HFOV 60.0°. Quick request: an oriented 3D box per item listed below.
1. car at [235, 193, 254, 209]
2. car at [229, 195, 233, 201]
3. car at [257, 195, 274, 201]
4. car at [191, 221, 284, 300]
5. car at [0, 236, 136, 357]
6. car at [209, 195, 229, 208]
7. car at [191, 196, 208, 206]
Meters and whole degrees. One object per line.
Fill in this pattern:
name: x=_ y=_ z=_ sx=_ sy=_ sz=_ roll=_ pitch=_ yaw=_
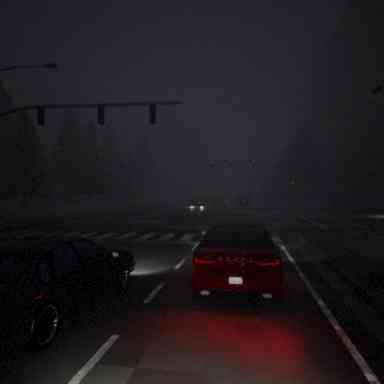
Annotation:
car: x=6.996 y=1.181 z=44.787 sx=2.150 sy=2.045 sz=5.566 roll=0 pitch=0 yaw=9
car: x=8.522 y=1.443 z=81.995 sx=1.812 sy=1.442 sz=4.674 roll=0 pitch=0 yaw=28
car: x=17.835 y=1.393 z=83.255 sx=1.882 sy=1.535 sz=5.008 roll=0 pitch=0 yaw=39
car: x=1.196 y=1.469 z=8.539 sx=1.882 sy=1.535 sz=5.008 roll=0 pitch=0 yaw=9
car: x=-2.729 y=1.542 z=6.226 sx=2.033 sy=1.411 sz=5.357 roll=0 pitch=0 yaw=10
car: x=3.921 y=1.429 z=47.739 sx=1.882 sy=1.535 sz=5.008 roll=0 pitch=0 yaw=9
car: x=0.969 y=1.453 z=52.484 sx=1.837 sy=1.490 sz=4.892 roll=0 pitch=0 yaw=8
